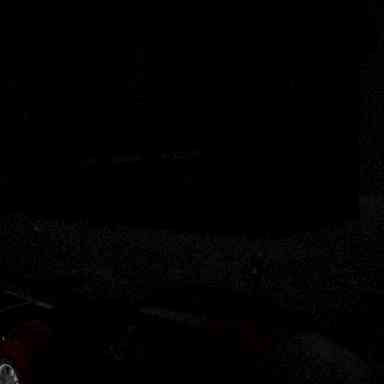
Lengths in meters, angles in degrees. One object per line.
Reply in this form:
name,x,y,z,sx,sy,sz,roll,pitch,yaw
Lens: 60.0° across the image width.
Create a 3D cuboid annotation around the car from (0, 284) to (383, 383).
car,-0.183,1.579,3.092,4.206,1.307,1.802,0,0,36
